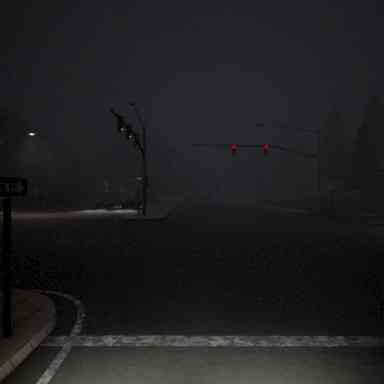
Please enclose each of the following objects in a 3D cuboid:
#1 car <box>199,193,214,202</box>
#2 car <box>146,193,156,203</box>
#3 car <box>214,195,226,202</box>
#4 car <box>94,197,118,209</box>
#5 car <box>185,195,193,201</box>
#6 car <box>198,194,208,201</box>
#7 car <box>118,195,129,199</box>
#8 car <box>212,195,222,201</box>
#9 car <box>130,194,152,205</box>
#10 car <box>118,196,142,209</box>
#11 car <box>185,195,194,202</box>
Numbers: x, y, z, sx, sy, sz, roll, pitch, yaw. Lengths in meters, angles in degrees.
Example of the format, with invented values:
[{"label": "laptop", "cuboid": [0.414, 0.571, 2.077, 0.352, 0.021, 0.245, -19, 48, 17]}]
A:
[{"label": "car", "cuboid": [2.911, 1.225, 73.019, 2.150, 2.045, 5.566, 0, 0, -1]}, {"label": "car", "cuboid": [-8.524, 1.224, 67.620, 2.150, 2.045, 5.566, 0, 0, 0]}, {"label": "car", "cuboid": [6.403, 1.524, 73.534, 1.812, 1.442, 4.674, 0, 0, -1]}, {"label": "car", "cuboid": [-11.762, 1.601, 44.990, 1.895, 1.301, 4.718, 0, 0, -1]}, {"label": "car", "cuboid": [-0.750, 1.505, 83.492, 1.994, 1.385, 4.181, 0, 0, -1]}, {"label": "car", "cuboid": [2.749, 1.319, 83.541, 2.097, 1.767, 4.553, 0, 0, -1]}, {"label": "car", "cuboid": [-11.888, 1.526, 53.891, 1.812, 1.442, 4.674, 0, 0, -1]}, {"label": "car", "cuboid": [6.249, 1.482, 83.610, 2.128, 1.511, 4.902, 0, 0, -1]}, {"label": "car", "cuboid": [-8.403, 1.548, 54.765, 2.033, 1.411, 5.357, 0, 0, -1]}, {"label": "car", "cuboid": [-8.263, 1.601, 45.120, 1.895, 1.301, 4.718, 0, 0, -1]}, {"label": "car", "cuboid": [-0.590, 1.478, 73.054, 1.882, 1.535, 5.008, 0, 0, -1]}]
